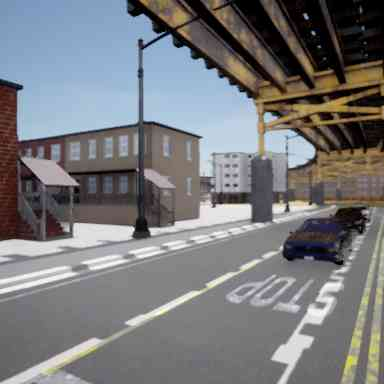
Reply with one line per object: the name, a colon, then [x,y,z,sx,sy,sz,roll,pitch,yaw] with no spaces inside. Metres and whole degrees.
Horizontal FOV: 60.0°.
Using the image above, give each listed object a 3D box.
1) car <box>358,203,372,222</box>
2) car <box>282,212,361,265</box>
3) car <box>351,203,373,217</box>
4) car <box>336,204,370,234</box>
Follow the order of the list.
car: [14.619,1.855,29.206,1.812,1.442,4.674,-1,-1,30]
car: [5.002,1.705,12.700,2.033,1.411,5.357,-1,-1,31]
car: [18.986,1.981,37.363,1.994,1.385,4.181,-1,-1,24]
car: [10.021,1.751,21.215,1.837,1.490,4.892,-1,-1,30]
